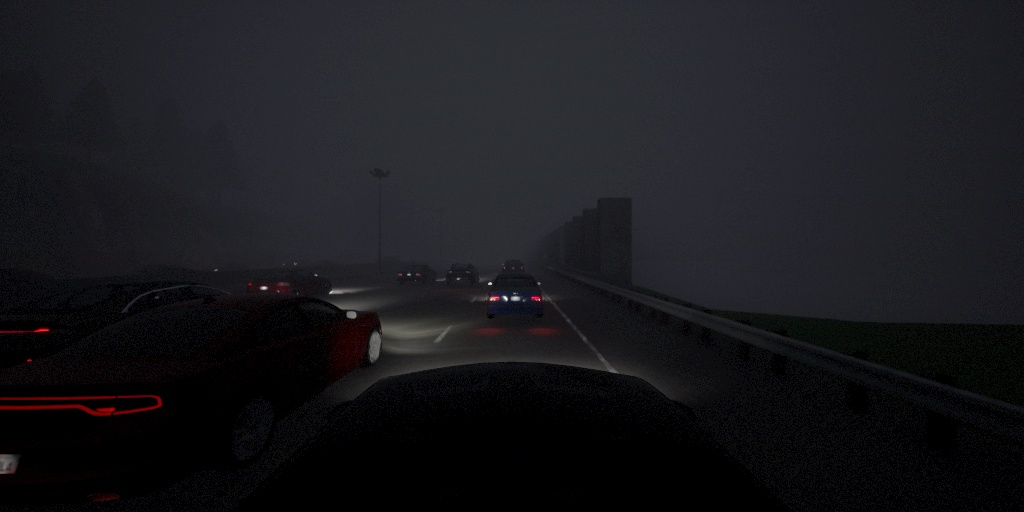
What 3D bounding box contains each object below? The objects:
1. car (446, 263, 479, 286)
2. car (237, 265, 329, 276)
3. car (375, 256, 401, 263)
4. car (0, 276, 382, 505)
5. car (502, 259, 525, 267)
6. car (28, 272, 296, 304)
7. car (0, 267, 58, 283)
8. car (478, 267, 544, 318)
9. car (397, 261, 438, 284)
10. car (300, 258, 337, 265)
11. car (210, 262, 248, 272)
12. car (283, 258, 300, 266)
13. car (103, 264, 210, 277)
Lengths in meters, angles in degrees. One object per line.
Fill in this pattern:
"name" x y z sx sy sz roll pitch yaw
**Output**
"car" -3.401 1.243 25.191 2.128 1.511 4.902 0 0 0
"car" -10.401 1.315 17.045 1.994 1.385 4.181 0 0 0
"car" -20.485 0.974 60.493 2.150 2.045 5.566 0 0 2
"car" -3.401 1.228 4.857 1.882 1.535 5.008 0 0 0
"car" 0.128 1.104 34.248 2.097 1.767 4.553 0 0 0
"car" -6.899 1.242 7.120 2.128 1.511 4.902 0 0 0
"car" -24.600 1.276 16.786 1.812 1.442 4.674 0 0 0
"car" 0.099 1.298 13.019 2.033 1.411 5.357 0 0 0
"car" -6.901 1.299 26.526 2.033 1.411 5.357 0 0 0
"car" -24.347 1.230 45.829 1.882 1.535 5.008 0 0 2
"car" -28.039 1.277 35.092 1.812 1.442 4.674 0 0 1
"car" -31.201 1.104 52.360 2.097 1.767 4.553 0 0 2
"car" -21.096 1.242 21.147 2.128 1.511 4.902 0 0 0
